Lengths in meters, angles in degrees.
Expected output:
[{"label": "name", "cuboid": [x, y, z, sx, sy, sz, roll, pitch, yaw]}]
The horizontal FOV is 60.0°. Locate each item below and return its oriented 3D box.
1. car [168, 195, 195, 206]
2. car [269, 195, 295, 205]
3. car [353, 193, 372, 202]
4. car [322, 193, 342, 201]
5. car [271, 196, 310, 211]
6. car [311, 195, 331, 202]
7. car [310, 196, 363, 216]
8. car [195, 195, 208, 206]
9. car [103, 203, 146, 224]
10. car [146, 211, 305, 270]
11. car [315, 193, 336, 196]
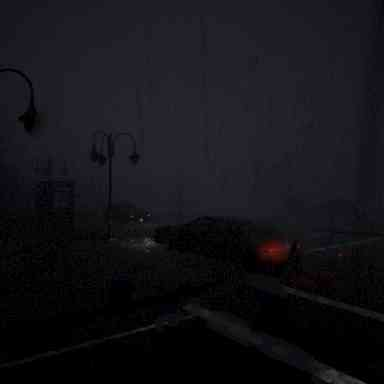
[{"label": "car", "cuboid": [-2.050, 1.353, 51.414, 2.007, 1.523, 4.514, 0, 0, -36]}, {"label": "car", "cuboid": [14.575, 1.332, 53.898, 1.845, 1.501, 3.633, 0, 0, -36]}, {"label": "car", "cuboid": [33.298, 1.108, 66.308, 1.932, 1.855, 4.605, 0, 0, -36]}, {"label": "car", "cuboid": [31.411, 1.087, 74.623, 1.905, 1.878, 3.866, 0, 0, -36]}, {"label": "car", "cuboid": [11.183, 1.397, 37.988, 1.970, 1.475, 3.806, 0, 0, -36]}, {"label": "car", "cuboid": [28.348, 1.371, 73.192, 1.970, 1.475, 3.806, 0, 0, -36]}, {"label": "car", "cuboid": [13.061, 1.387, 30.214, 1.845, 1.501, 3.633, 0, 0, -36]}, {"label": "car", "cuboid": [0.475, 1.343, 53.277, 2.152, 1.636, 5.027, 0, 0, -36]}, {"label": "car", "cuboid": [-5.078, 1.562, 25.310, 2.033, 1.411, 5.357, 0, 0, -36]}, {"label": "car", "cuboid": [0.964, 1.507, 11.129, 2.033, 1.411, 5.357, 1, 2, -44]}, {"label": "car", "cuboid": [22.739, 1.309, 59.661, 2.007, 1.523, 4.514, 0, 0, -36]}]
